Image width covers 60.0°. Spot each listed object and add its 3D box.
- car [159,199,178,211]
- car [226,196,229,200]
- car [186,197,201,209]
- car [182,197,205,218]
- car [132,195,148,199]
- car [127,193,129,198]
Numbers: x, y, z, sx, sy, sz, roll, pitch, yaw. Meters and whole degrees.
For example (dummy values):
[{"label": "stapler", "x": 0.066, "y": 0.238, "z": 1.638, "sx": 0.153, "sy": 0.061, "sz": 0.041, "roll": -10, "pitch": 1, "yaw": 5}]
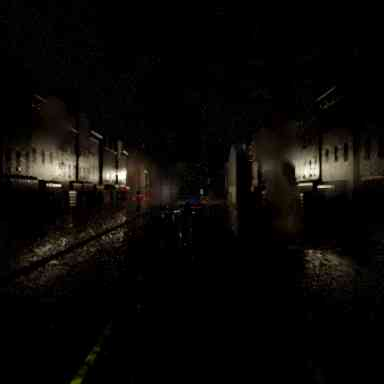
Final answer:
[{"label": "car", "x": -2.691, "y": 1.548, "z": 39.406, "sx": 1.994, "sy": 1.385, "sz": 4.181, "roll": 0, "pitch": 0, "yaw": 1}, {"label": "car", "x": 11.914, "y": 1.404, "z": 92.482, "sx": 5.009, "sy": 1.841, "sz": 2.192, "roll": 0, "pitch": -1, "yaw": 0}, {"label": "car", "x": 0.178, "y": 1.460, "z": 45.325, "sx": 1.882, "sy": 1.535, "sz": 5.008, "roll": 0, "pitch": 0, "yaw": 0}, {"label": "car", "x": 0.144, "y": 1.481, "z": 29.544, "sx": 2.128, "sy": 1.511, "sz": 4.902, "roll": 0, "pitch": 0, "yaw": 0}, {"label": "car", "x": -14.497, "y": 1.428, "z": 92.492, "sx": 4.507, "sy": 1.381, "sz": 1.887, "roll": 0, "pitch": 0, "yaw": 0}, {"label": "car", "x": -19.929, "y": 1.158, "z": 92.496, "sx": 5.009, "sy": 1.841, "sz": 2.192, "roll": 0, "pitch": 0, "yaw": 0}]
